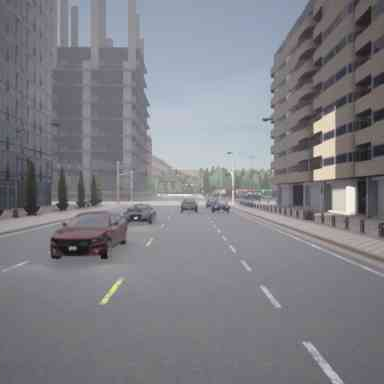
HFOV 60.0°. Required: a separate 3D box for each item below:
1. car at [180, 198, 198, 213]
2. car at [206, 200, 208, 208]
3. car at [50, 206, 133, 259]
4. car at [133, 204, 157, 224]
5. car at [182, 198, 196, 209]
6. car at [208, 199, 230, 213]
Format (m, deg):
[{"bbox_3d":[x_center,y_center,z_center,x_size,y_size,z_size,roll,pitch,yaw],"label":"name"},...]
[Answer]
[{"bbox_3d":[-0.312,1.532,37.748,2.128,1.511,4.902,0,0,-1],"label":"car"},{"bbox_3d":[2.982,1.652,48.029,1.895,1.301,4.718,0,0,-1],"label":"car"},{"bbox_3d":[-3.725,1.491,12.799,1.882,1.535,5.008,0,0,-1],"label":"car"},{"bbox_3d":[-3.776,1.590,24.570,1.994,1.385,4.181,0,0,1],"label":"car"},{"bbox_3d":[-0.456,1.598,48.129,2.033,1.411,5.357,0,0,-1],"label":"car"},{"bbox_3d":[3.156,1.641,38.016,1.895,1.301,4.718,0,0,0],"label":"car"}]
